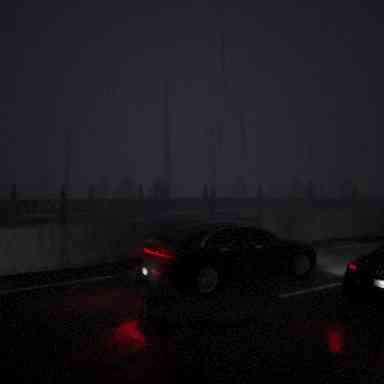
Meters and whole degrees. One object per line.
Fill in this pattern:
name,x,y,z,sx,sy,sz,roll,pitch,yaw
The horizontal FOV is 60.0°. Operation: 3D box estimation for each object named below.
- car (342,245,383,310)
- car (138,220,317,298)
car,5.038,1.553,6.680,4.181,1.385,1.994,0,0,-29
car,1.074,1.479,8.456,4.892,1.490,1.837,0,0,-30
